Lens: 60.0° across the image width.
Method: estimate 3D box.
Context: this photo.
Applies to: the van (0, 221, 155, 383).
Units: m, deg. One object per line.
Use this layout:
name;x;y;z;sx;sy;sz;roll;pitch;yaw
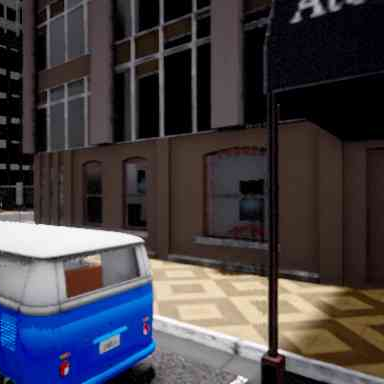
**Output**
van;-2.367;1.359;4.561;3.998;1.788;1.690;0;0;35
